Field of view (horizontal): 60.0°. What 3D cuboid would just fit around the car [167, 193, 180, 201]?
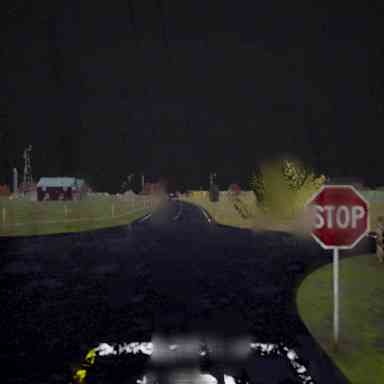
[{"bbox_3d":[-3.650,1.167,65.037,2.150,2.045,5.566,0,0,-4],"label":"car"}]
